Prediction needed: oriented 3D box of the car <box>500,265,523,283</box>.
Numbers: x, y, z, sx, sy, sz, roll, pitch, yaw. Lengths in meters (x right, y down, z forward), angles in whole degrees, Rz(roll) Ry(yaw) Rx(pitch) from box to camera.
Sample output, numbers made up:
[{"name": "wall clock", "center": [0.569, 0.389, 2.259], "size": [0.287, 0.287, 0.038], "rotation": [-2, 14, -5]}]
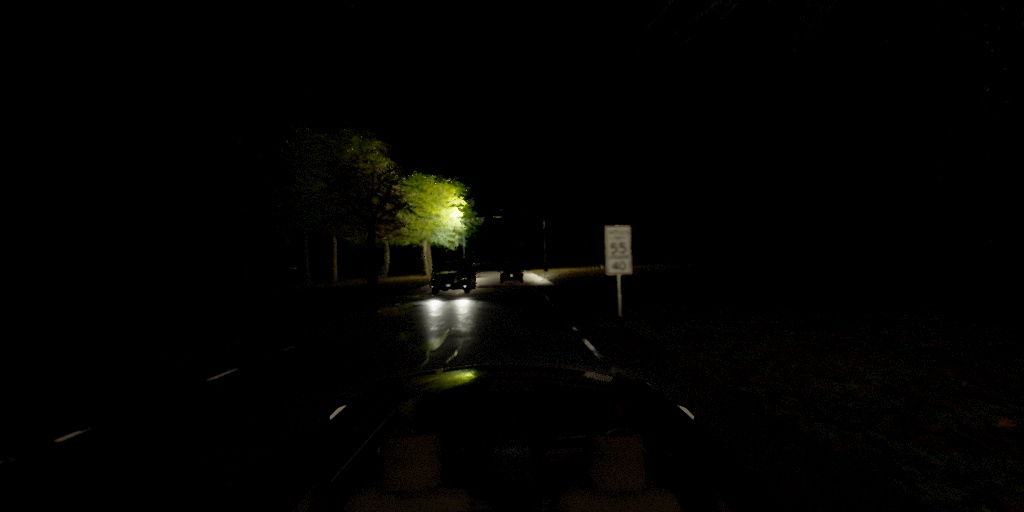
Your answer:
[{"name": "car", "center": [-0.019, 1.583, 31.385], "size": [1.994, 1.385, 4.181], "rotation": [-1, -1, 0]}]

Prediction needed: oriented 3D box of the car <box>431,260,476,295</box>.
[{"name": "car", "center": [-3.541, 1.301, 22.638], "size": [2.150, 2.045, 5.566], "rotation": [-1, 0, 0]}]
